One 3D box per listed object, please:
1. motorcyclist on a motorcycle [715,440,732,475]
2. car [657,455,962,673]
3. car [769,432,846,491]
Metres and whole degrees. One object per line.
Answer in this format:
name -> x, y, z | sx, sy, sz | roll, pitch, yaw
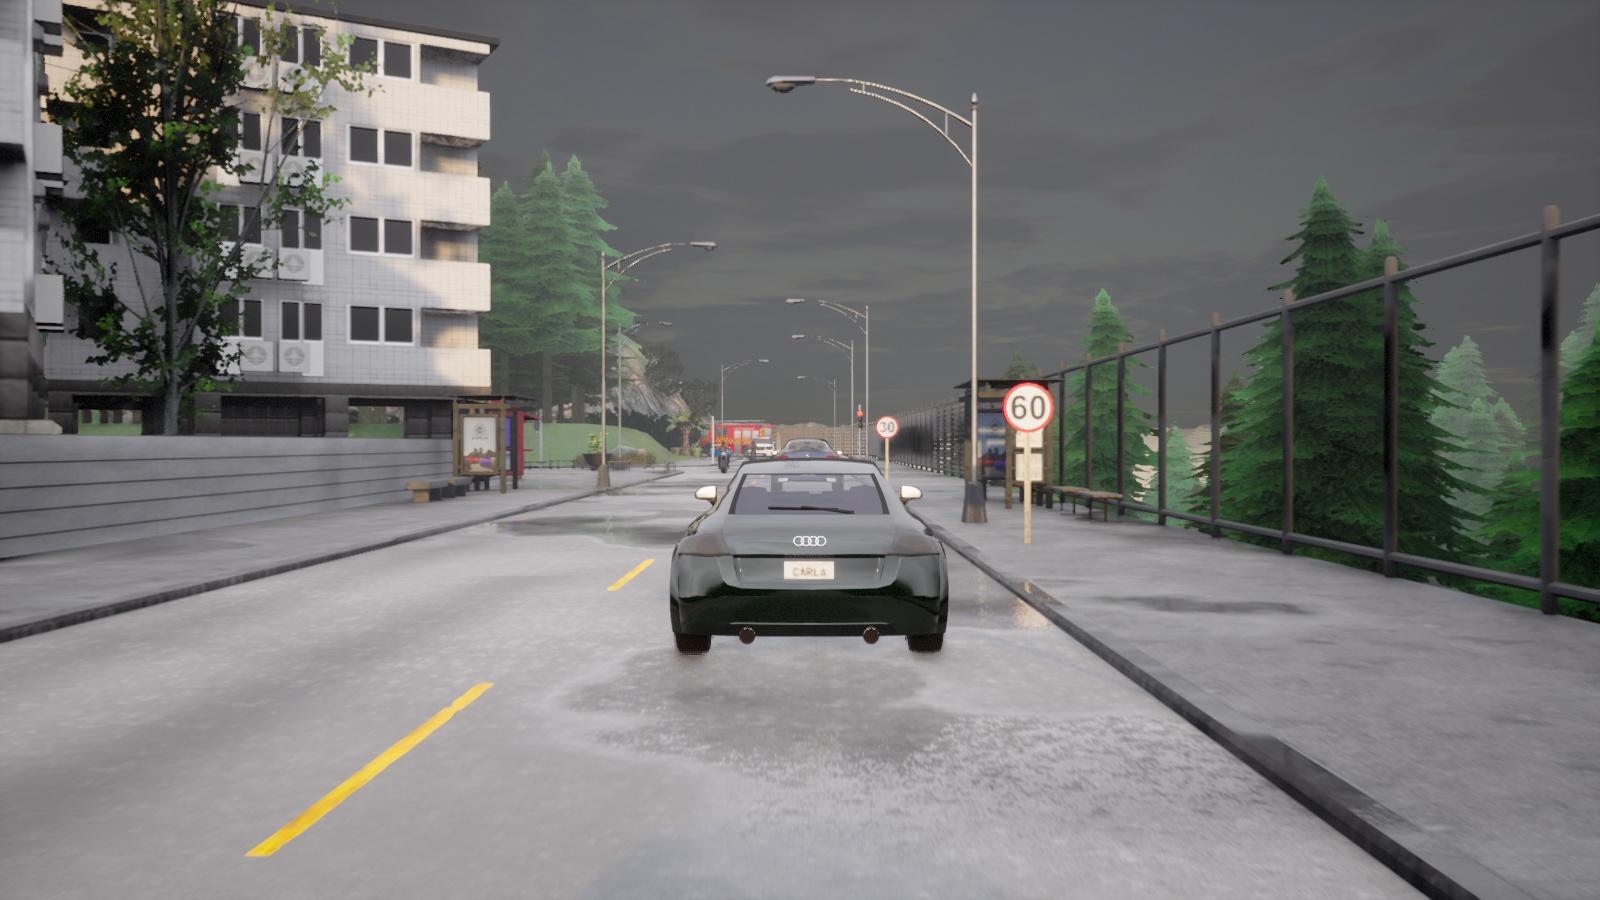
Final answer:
motorcyclist on a motorcycle -> -3.752, 0.347, 61.610 | 0.766, 1.649, 2.350 | -1, 1, -5
car -> 0.070, 0.752, 10.310 | 1.994, 1.385, 4.181 | 0, 0, 0
car -> 0.216, 0.312, 37.778 | 2.152, 1.651, 5.027 | 0, 0, 0
